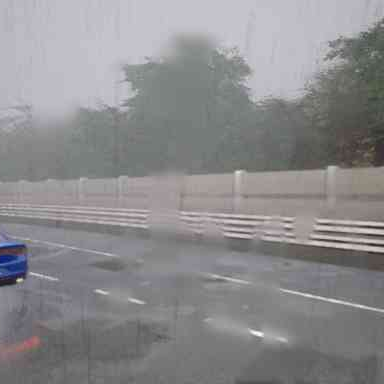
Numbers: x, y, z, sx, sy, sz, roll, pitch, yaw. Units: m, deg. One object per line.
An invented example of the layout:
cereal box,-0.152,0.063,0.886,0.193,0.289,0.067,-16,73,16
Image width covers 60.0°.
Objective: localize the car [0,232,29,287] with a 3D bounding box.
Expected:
car,-6.018,1.481,8.177,5.008,1.535,1.882,0,0,36
